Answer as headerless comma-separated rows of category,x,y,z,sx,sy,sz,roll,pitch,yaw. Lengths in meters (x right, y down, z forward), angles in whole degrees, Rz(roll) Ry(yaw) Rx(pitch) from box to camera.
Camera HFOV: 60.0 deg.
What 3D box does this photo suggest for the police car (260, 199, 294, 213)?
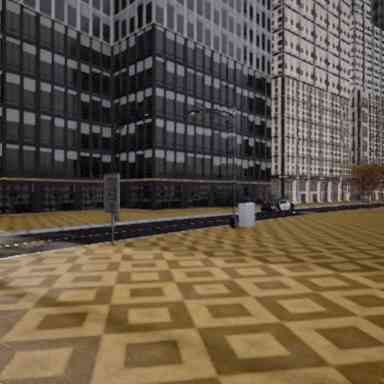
police car,9.507,1.558,37.373,2.038,1.542,4.974,0,0,44
